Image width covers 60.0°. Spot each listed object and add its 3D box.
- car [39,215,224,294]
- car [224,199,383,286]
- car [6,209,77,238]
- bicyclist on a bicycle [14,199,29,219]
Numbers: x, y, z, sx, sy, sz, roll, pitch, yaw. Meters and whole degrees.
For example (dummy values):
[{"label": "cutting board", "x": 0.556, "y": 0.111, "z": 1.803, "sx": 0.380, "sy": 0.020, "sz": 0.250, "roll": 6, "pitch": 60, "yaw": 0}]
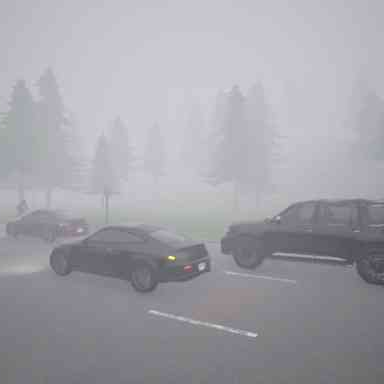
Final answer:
[{"label": "car", "x": -1.718, "y": 1.526, "z": 8.757, "sx": 4.674, "sy": 1.442, "sz": 1.812, "roll": 0, "pitch": 0, "yaw": 32}, {"label": "car", "x": 3.622, "y": 1.220, "z": 9.589, "sx": 5.566, "sy": 2.045, "sz": 2.150, "roll": 0, "pitch": 0, "yaw": 30}, {"label": "car", "x": -6.955, "y": 1.524, "z": 16.026, "sx": 4.674, "sy": 1.442, "sz": 1.812, "roll": 0, "pitch": 0, "yaw": 31}, {"label": "bicyclist on a bicycle", "x": -11.900, "y": 1.326, "z": 23.297, "sx": 0.582, "sy": 1.620, "sz": 1.656, "roll": 2, "pitch": -2, "yaw": 6}]
